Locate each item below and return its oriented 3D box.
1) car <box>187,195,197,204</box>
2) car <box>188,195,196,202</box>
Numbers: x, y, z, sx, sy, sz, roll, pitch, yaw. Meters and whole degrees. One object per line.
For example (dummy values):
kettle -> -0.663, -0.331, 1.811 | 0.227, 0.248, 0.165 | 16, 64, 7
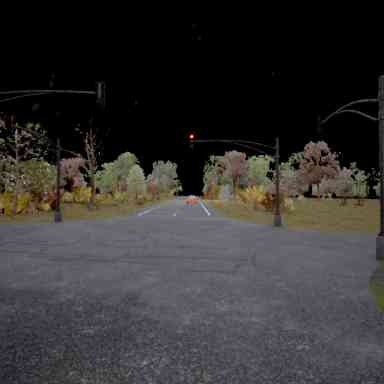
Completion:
car -> 0.018, 1.424, 68.007 | 2.097, 1.767, 4.553 | 0, 0, 0
car -> 0.020, 1.450, 78.042 | 1.812, 1.442, 4.674 | 0, 0, 0
